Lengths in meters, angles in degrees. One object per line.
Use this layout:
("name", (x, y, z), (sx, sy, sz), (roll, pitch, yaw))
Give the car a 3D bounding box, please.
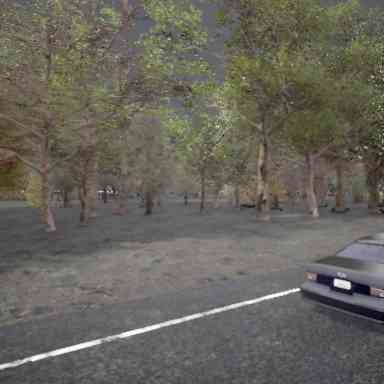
("car", (4.538, 1.588, 6.980), (5.357, 1.411, 2.033), (0, 0, -35))
